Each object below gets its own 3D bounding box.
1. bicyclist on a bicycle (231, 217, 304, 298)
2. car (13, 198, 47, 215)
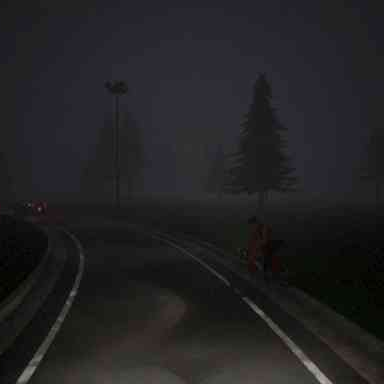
[{"bbox_3d":[1.516,1.302,6.907,1.656,1.620,0.582,-10,2,-11],"label":"bicyclist on a bicycle"},{"bbox_3d":[-14.893,1.250,30.588,1.812,1.442,4.674,0,1,-45],"label":"car"}]
